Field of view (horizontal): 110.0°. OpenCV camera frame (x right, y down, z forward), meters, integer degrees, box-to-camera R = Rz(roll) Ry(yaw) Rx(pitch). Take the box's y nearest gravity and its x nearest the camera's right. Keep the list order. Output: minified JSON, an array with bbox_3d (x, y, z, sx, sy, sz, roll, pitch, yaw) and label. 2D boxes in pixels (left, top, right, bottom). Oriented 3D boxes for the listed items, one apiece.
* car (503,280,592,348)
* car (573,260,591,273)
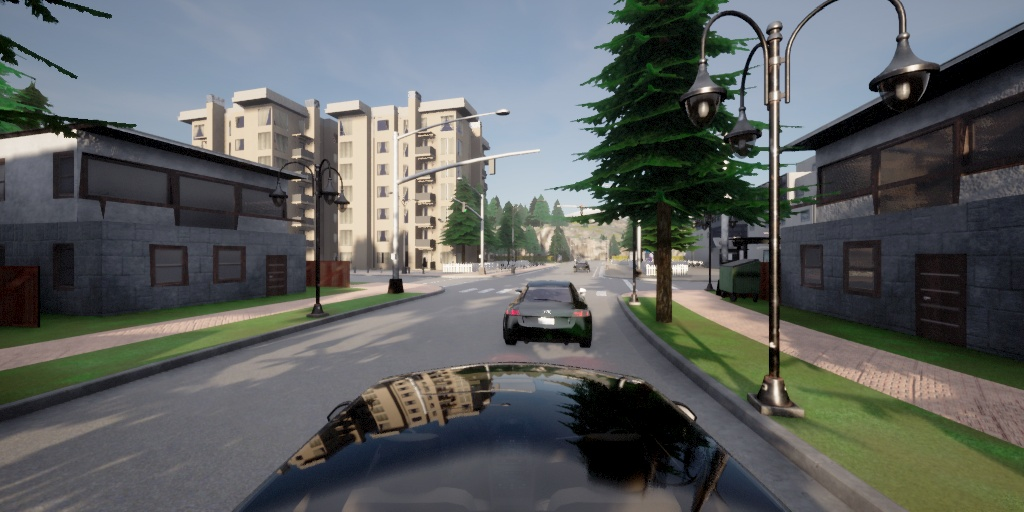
[{"bbox_3d":[0.999,1.314,9.370,1.994,1.385,4.181,0,0,8],"label":"car"},{"bbox_3d":[8.753,1.276,44.911,2.128,1.511,4.902,0,0,14],"label":"car"}]
